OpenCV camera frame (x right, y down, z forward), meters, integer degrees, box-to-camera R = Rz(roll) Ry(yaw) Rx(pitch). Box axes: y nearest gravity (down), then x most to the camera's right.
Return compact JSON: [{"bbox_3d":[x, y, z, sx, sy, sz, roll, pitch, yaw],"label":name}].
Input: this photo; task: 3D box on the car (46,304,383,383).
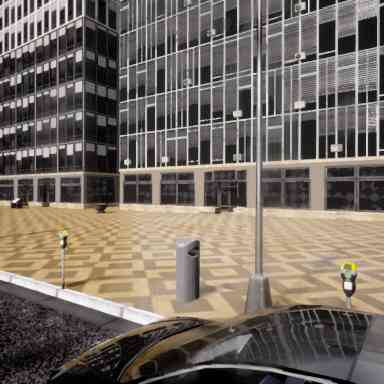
[{"bbox_3d":[0.735,1.566,2.345,4.313,1.339,1.947,0,0,35],"label":"car"}]
